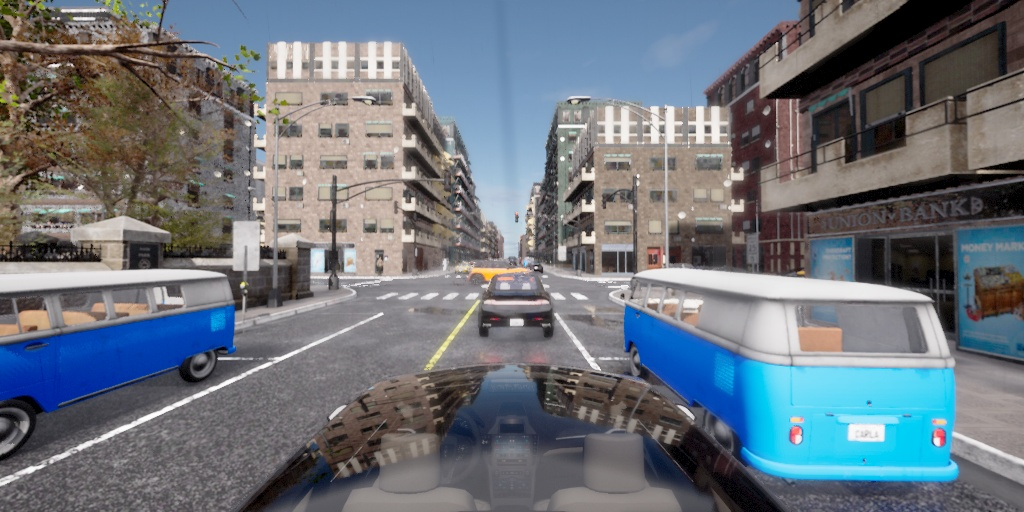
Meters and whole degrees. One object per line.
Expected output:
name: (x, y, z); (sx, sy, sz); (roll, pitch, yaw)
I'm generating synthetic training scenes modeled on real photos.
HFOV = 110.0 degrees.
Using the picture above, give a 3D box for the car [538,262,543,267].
car: (2.721, 1.356, 42.494); (1.948, 1.339, 4.313); (0, 0, 0)

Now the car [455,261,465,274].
car: (-5.659, 1.315, 42.330); (1.751, 1.417, 4.829); (0, 0, 0)

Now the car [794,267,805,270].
car: (25.030, 1.430, 27.933); (5.008, 1.535, 1.882); (0, -1, 1)

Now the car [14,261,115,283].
car: (-31.625, 1.085, 25.451); (4.892, 1.490, 1.837); (0, -1, 1)

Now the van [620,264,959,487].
van: (2.661, 1.093, 4.548); (1.690, 1.789, 3.998); (0, 0, 0)

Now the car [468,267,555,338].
car: (0.106, 1.249, 10.280); (2.128, 1.511, 4.902); (0, 0, 0)

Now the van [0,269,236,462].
van: (-5.654, 1.093, 4.556); (1.690, 1.789, 3.998); (0, 0, 0)

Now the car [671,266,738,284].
car: (14.973, 1.459, 28.061); (4.181, 1.385, 1.994); (0, -1, 1)

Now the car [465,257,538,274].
car: (-0.712, 1.124, 25.035); (4.553, 1.767, 2.097); (0, 0, 1)

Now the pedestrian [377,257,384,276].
pedestrian: (-12.515, 0.988, 33.948); (0.375, 1.860, 0.375); (0, -1, 1)

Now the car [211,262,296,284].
car: (-18.139, 1.179, 25.278); (4.674, 1.442, 1.812); (0, -1, 1)
